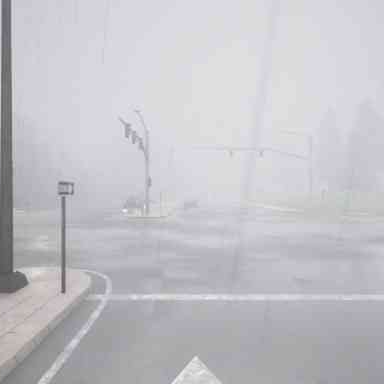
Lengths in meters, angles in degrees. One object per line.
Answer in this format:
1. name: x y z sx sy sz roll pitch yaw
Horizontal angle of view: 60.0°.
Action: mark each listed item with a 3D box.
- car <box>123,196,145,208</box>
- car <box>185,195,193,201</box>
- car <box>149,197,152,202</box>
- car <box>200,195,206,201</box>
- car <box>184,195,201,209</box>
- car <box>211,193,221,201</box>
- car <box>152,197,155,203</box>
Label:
1. car: -8.263 1.352 46.729 2.097 1.767 4.553 0 0 -1
2. car: -0.772 1.500 85.824 1.837 1.490 4.892 0 0 -1
3. car: -8.391 1.503 55.759 1.837 1.490 4.892 0 0 -1
4. car: 2.727 1.524 85.886 1.812 1.442 4.674 0 0 -1
5. car: -0.135 1.525 44.781 1.812 1.442 4.674 0 0 -1
6. car: 6.227 1.225 85.894 2.150 2.045 5.566 0 0 -1
7. car: -8.496 1.601 66.668 1.895 1.301 4.718 0 0 0
